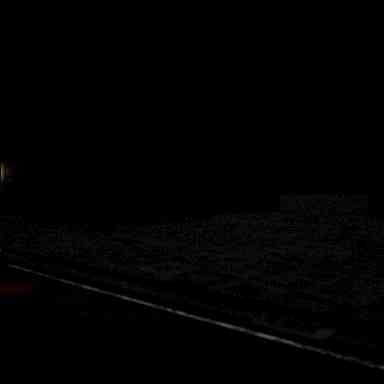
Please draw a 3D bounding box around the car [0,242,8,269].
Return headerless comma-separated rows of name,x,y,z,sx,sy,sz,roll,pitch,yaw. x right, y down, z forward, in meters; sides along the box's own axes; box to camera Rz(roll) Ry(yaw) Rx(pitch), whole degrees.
car,-7.266,1.555,9.464,5.357,1.411,2.033,0,0,38
